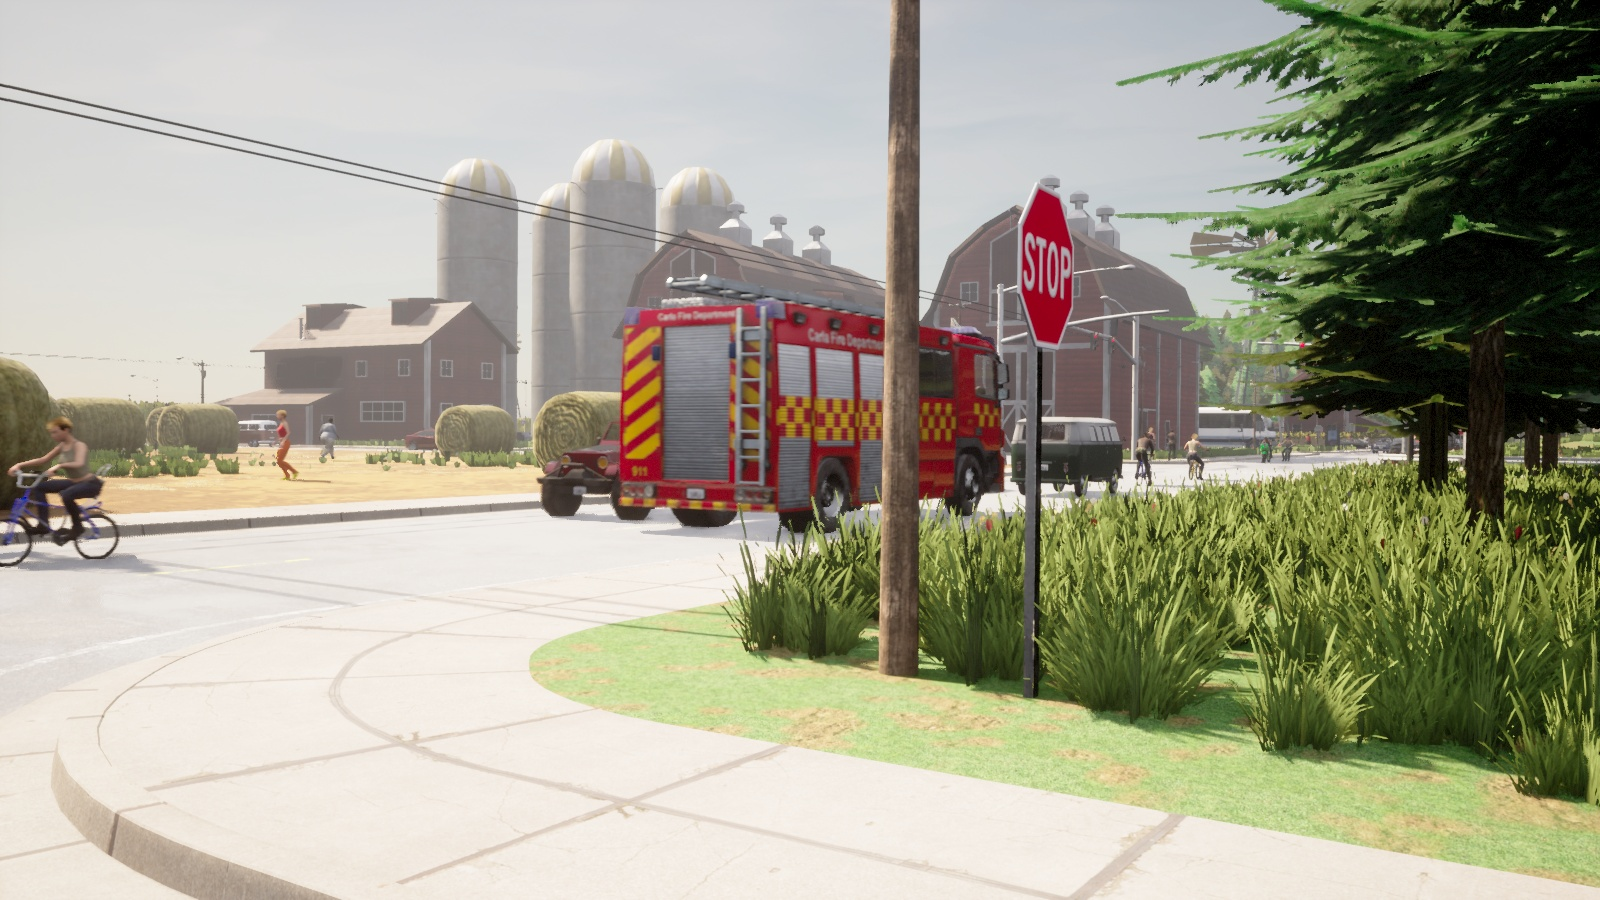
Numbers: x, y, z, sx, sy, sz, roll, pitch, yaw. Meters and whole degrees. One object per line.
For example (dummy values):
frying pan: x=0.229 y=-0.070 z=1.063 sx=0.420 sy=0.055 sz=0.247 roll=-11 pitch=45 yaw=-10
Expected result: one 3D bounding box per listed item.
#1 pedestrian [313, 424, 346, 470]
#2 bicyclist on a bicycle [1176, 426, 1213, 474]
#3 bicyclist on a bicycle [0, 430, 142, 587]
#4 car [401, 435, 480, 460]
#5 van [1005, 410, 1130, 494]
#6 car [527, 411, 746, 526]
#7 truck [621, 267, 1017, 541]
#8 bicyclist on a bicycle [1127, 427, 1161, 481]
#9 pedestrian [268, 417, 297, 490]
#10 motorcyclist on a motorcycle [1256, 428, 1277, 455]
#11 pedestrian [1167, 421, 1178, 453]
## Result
pedestrian: x=-19.337 y=-0.138 z=51.622 sx=0.874 sy=1.855 sz=0.900 roll=0 pitch=1 yaw=18
bicyclist on a bicycle: x=13.684 y=-0.015 z=43.524 sx=0.866 sy=1.612 sz=1.509 roll=0 pitch=1 yaw=31
bicyclist on a bicycle: x=-8.187 y=0.589 z=13.727 sx=0.866 sy=1.612 sz=1.509 roll=0 pitch=1 yaw=31
car: x=-23.144 y=-0.183 z=80.816 sx=5.008 sy=1.535 sz=1.882 roll=0 pitch=1 yaw=30
van: x=6.932 y=0.016 z=32.205 sx=1.775 sy=1.987 sz=4.442 roll=0 pitch=1 yaw=31
car: x=-2.846 y=0.278 z=22.659 sx=1.905 sy=1.878 sz=3.866 roll=0 pitch=1 yaw=31
truck: x=0.780 y=-0.705 z=21.877 sx=2.891 sy=3.827 sz=8.468 roll=0 pitch=1 yaw=32
bicyclist on a bicycle: x=10.448 y=0.104 z=38.093 sx=0.582 sy=1.620 sz=1.656 roll=0 pitch=1 yaw=31
pedestrian: x=-13.068 y=0.077 z=31.712 sx=0.594 sy=1.836 sz=0.345 roll=-1 pitch=1 yaw=-34
motorcyclist on a motorcycle: x=26.969 y=-0.487 z=72.584 sx=0.797 sy=1.523 sz=2.044 roll=0 pitch=1 yaw=31
pedestrian: x=20.931 y=-0.732 z=70.584 sx=0.328 sy=1.805 sz=0.869 roll=0 pitch=1 yaw=33
